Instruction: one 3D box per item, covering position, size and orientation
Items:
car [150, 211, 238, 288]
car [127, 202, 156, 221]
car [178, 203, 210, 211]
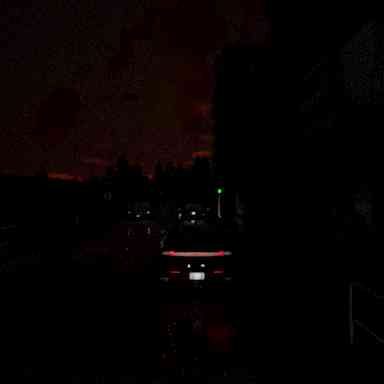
[{"bbox_3d":[0.104,1.494,9.205,2.128,1.511,4.902,0,0,0],"label":"car"},{"bbox_3d":[-4.015,1.531,27.257,1.812,1.442,4.674,0,0,1],"label":"car"},{"bbox_3d":[0.112,1.511,22.405,1.837,1.490,4.892,0,0,0],"label":"car"}]
